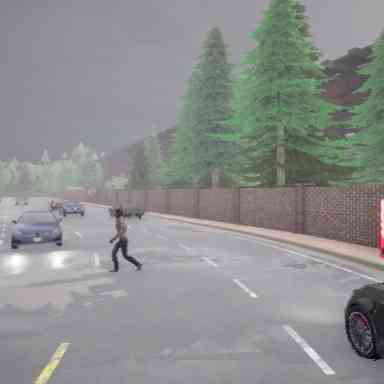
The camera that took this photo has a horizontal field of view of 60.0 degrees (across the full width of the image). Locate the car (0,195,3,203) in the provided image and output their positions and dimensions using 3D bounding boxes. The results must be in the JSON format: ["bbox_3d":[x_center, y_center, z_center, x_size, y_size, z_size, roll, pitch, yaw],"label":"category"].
[{"bbox_3d":[-30.271,1.218,51.348,1.837,1.490,4.892,0,0,-28],"label":"car"}]

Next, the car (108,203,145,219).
[{"bbox_3d":[-5.674,1.601,28.193,1.895,1.301,4.718,0,0,-28],"label":"car"}]

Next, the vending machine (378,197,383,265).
[{"bbox_3d":[6.508,1.195,10.191,1.100,2.100,0.880,0,0,-12],"label":"vending machine"}]

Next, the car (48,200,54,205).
[{"bbox_3d":[-16.707,1.601,41.242,1.895,1.301,4.718,0,0,-28],"label":"car"}]

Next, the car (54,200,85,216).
[{"bbox_3d":[-11.563,1.547,31.750,2.033,1.411,5.357,0,0,-28],"label":"car"}]

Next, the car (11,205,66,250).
[{"bbox_3d":[-6.761,1.525,14.590,1.812,1.442,4.674,0,0,-25],"label":"car"}]

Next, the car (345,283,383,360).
[{"bbox_3d":[3.210,1.525,2.990,1.812,1.442,4.674,0,0,-2],"label":"car"}]

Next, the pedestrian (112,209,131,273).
[{"bbox_3d":[-1.944,1.294,9.156,0.375,1.860,0.375,0,0,-14],"label":"pedestrian"}]

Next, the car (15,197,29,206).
[{"bbox_3d":[-27.195,1.532,53.018,2.128,1.511,4.902,0,0,-28],"label":"car"}]
